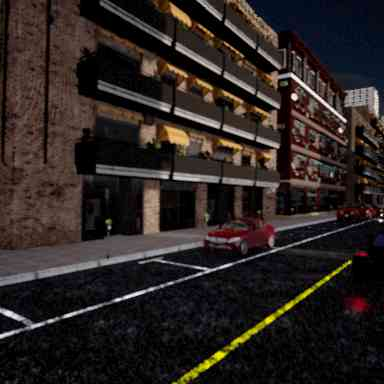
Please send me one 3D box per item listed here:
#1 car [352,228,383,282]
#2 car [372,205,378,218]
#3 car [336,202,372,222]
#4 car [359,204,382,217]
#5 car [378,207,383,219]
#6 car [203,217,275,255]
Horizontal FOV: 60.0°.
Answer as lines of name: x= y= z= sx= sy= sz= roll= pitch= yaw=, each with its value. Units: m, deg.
car: x=6.051 y=1.756 z=9.665 sx=1.994 sy=1.385 sz=4.181 roll=0 pitch=-1 yaw=36
car: x=18.900 y=2.101 z=36.810 sx=1.967 sy=1.590 sz=4.097 roll=1 pitch=-1 yaw=36
car: x=15.556 y=1.879 z=32.278 sx=2.192 sy=1.841 sz=5.009 roll=1 pitch=-1 yaw=36
car: x=22.247 y=2.301 z=41.344 sx=1.887 sy=1.381 sz=4.507 roll=1 pitch=-1 yaw=36
car: x=22.142 y=2.061 z=36.742 sx=2.097 sy=1.767 sz=4.553 roll=0 pitch=-1 yaw=37
car: x=2.161 y=1.759 z=14.142 sx=1.802 sy=1.307 sz=4.206 roll=1 pitch=-1 yaw=36
